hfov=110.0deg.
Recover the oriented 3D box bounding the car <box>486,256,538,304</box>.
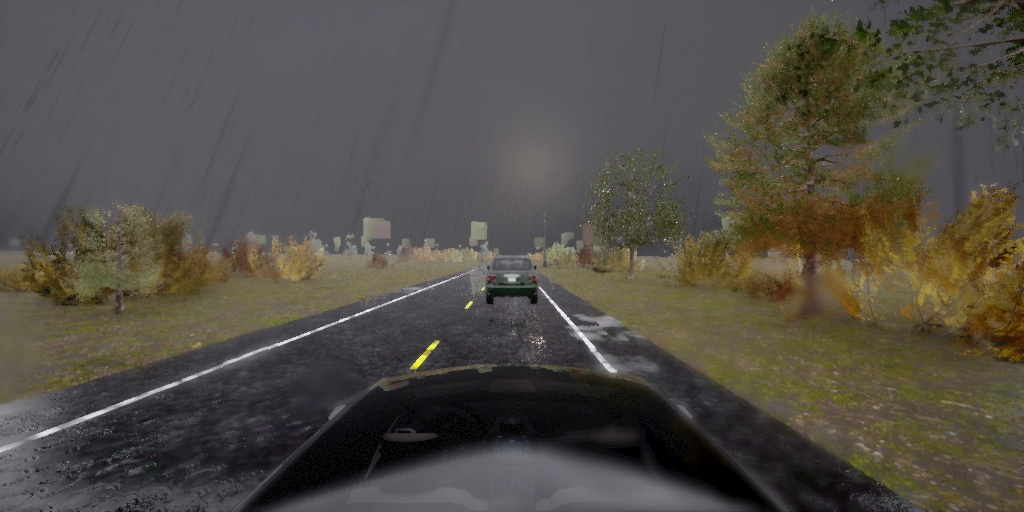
[{"bbox_3d":[0.000,1.008,16.533,2.150,2.045,5.566,0,0,0],"label":"car"}]
